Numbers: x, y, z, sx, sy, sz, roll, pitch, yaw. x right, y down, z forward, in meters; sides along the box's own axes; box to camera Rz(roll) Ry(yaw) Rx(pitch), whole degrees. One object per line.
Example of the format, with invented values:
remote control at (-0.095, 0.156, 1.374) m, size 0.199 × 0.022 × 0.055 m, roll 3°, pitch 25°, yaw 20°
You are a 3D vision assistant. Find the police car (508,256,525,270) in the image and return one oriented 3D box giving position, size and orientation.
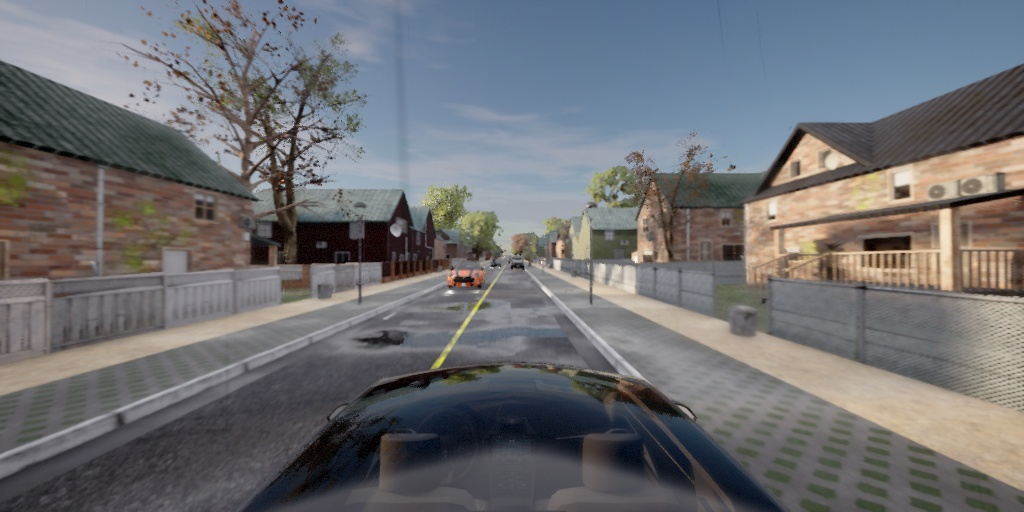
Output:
police car at (0.809, 1.179, 51.799) m, size 1.930 × 1.638 × 5.238 m, roll 0°, pitch 0°, yaw 0°

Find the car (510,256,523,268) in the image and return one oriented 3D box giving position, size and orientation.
car at (0.805, 0.974, 61.722) m, size 2.150 × 2.045 × 5.566 m, roll 0°, pitch 0°, yaw 0°

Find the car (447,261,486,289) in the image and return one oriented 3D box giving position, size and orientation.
car at (-2.853, 1.109, 23.303) m, size 2.097 × 1.767 × 4.553 m, roll 0°, pitch 0°, yaw 0°

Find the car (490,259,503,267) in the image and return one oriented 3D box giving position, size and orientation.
car at (-2.790, 1.259, 64.184) m, size 1.837 × 1.490 × 4.892 m, roll 0°, pitch 0°, yaw 0°
